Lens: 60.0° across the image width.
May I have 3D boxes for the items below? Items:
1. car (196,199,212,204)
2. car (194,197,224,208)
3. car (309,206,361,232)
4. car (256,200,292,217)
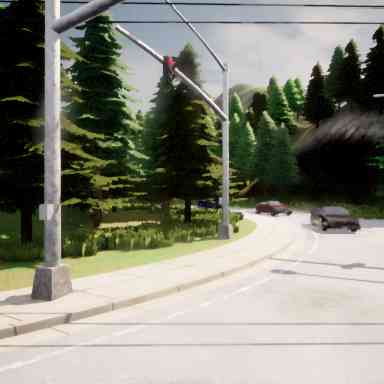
[{"bbox_3d":[2.724,1.478,42.850,1.882,1.535,5.008,0,0,-33],"label":"car"},{"bbox_3d":[2.481,1.506,49.430,1.837,1.490,4.892,0,0,-36],"label":"car"},{"bbox_3d":[8.521,1.548,20.321,2.033,1.411,5.357,0,0,9],"label":"car"},{"bbox_3d":[7.794,1.526,32.164,1.812,1.442,4.674,0,0,-17],"label":"car"}]
